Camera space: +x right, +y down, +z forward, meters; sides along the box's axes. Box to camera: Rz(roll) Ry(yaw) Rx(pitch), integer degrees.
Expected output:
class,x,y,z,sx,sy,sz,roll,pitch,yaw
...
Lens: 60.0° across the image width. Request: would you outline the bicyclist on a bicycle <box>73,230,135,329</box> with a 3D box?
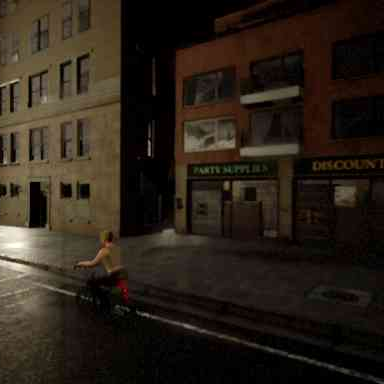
class,x,y,z,sx,sy,sz,roll,pitch,yaw
bicyclist on a bicycle,-1.539,1.468,5.786,1.509,1.612,0.866,-1,-1,35
